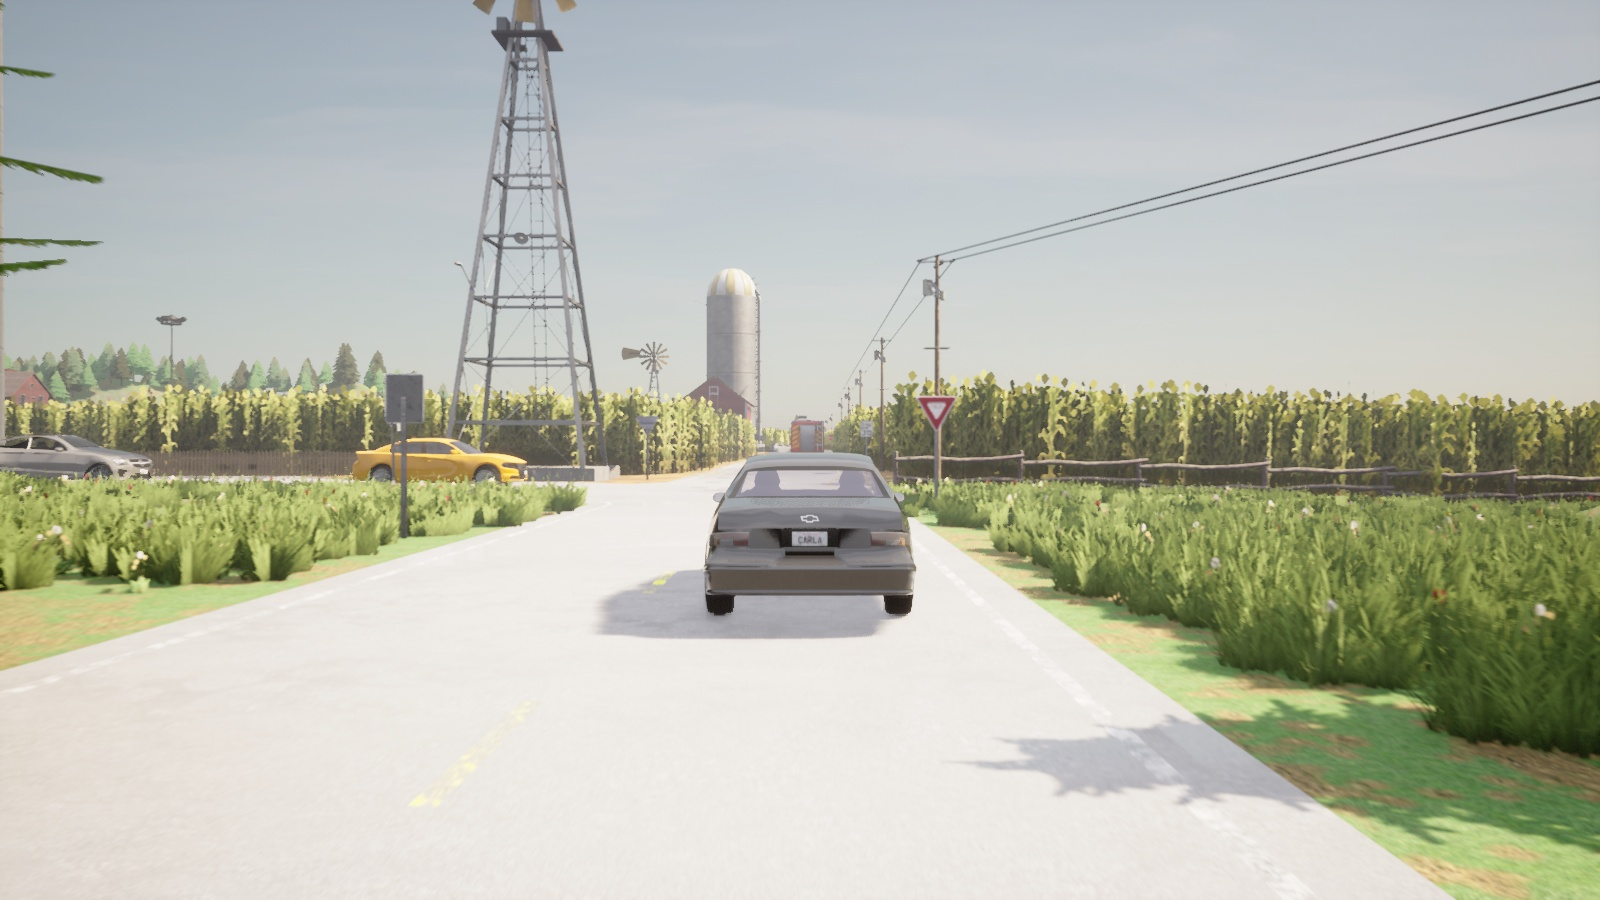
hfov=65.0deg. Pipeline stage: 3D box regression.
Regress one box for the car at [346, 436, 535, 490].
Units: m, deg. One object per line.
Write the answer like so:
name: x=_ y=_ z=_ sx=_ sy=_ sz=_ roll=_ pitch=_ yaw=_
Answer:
car: x=-10.508 y=0.369 z=36.950 sx=5.008 sy=1.535 sz=1.882 roll=0 pitch=0 yaw=3

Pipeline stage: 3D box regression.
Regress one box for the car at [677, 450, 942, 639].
car: x=0.087 y=0.725 z=12.311 sx=2.033 sy=1.411 sz=5.357 roll=0 pitch=0 yaw=0

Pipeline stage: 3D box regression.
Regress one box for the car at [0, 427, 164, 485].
car: x=-21.883 y=0.158 z=37.186 sx=5.027 sy=1.651 sz=2.152 roll=0 pitch=0 yaw=1
